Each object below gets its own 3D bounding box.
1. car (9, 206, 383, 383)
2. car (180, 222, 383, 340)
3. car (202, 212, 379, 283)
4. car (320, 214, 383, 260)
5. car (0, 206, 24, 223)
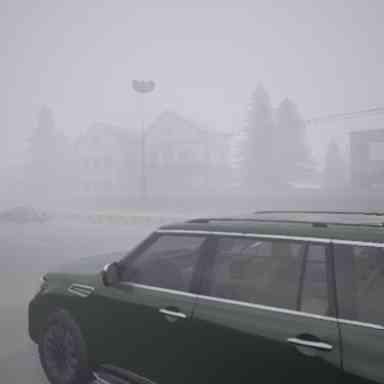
[{"bbox_3d":[0.528,1.239,3.615,5.566,2.045,2.150,0,0,36],"label":"car"},{"bbox_3d":[2.260,1.525,6.678,4.892,1.490,1.837,0,0,36],"label":"car"},{"bbox_3d":[2.922,1.514,10.507,5.008,1.535,1.882,-1,0,36],"label":"car"},{"bbox_3d":[7.009,1.575,11.889,4.181,1.385,1.994,-1,0,36],"label":"car"},{"bbox_3d":[-13.491,1.812,26.522,5.357,1.411,2.033,-1,0,36],"label":"car"}]
